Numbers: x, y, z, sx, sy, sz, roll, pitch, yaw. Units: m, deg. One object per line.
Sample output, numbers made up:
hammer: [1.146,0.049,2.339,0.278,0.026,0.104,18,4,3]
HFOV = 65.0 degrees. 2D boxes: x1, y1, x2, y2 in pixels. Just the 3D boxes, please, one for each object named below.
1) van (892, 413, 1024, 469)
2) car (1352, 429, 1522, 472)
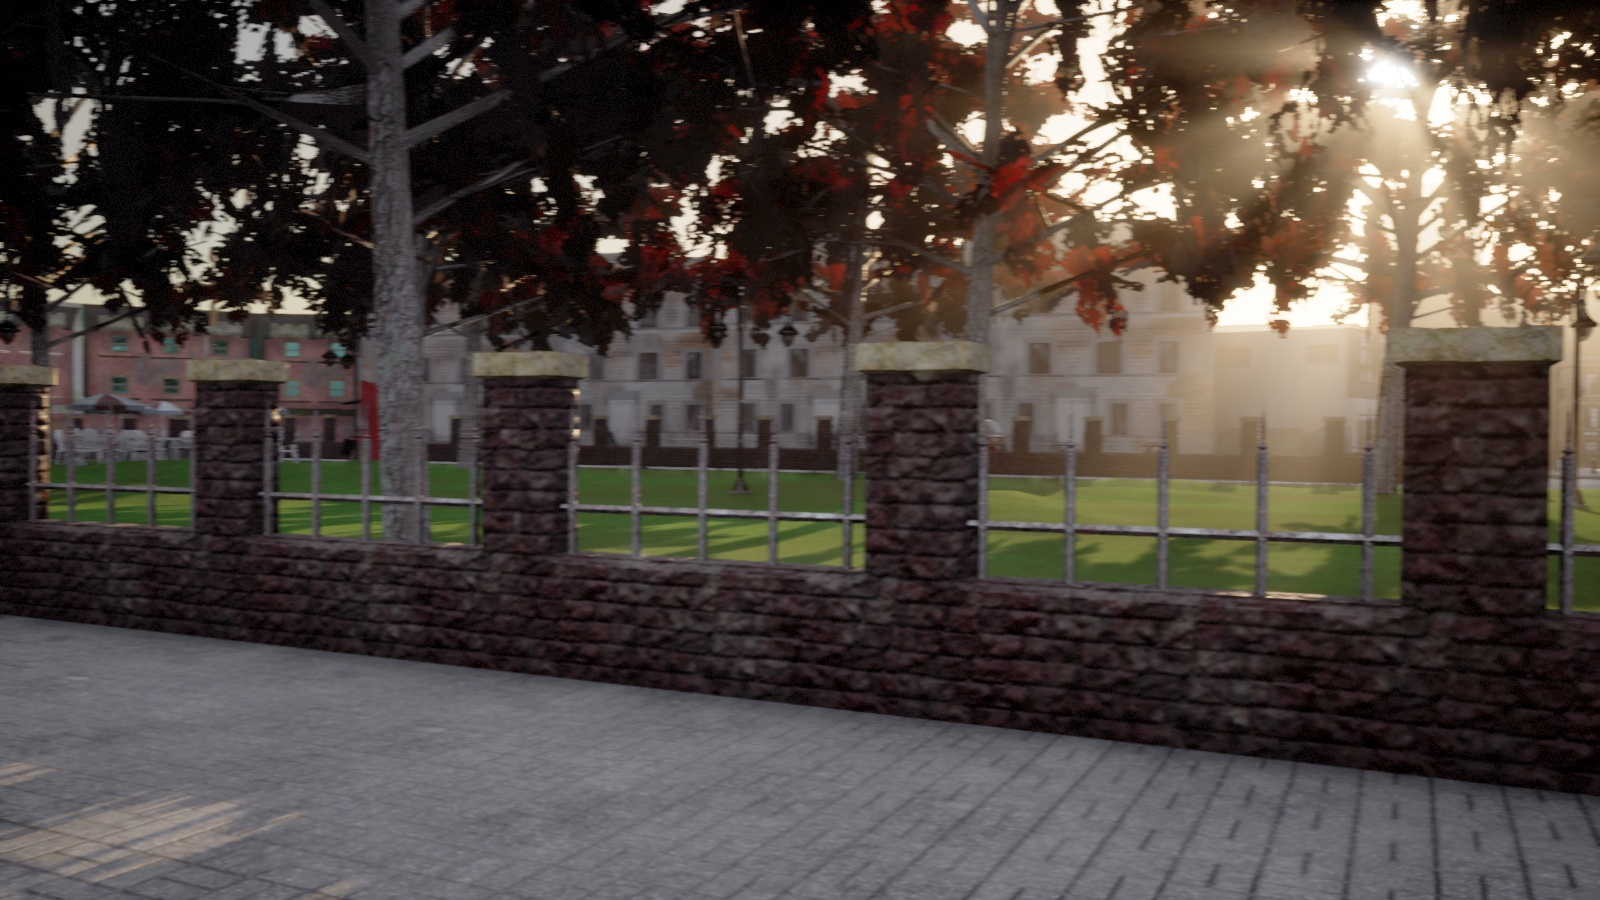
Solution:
van: [5.922,-0.336,47.093,4.480,2.038,2.069,0,1,26]
car: [20.237,0.004,40.063,4.718,1.301,1.895,0,1,26]
